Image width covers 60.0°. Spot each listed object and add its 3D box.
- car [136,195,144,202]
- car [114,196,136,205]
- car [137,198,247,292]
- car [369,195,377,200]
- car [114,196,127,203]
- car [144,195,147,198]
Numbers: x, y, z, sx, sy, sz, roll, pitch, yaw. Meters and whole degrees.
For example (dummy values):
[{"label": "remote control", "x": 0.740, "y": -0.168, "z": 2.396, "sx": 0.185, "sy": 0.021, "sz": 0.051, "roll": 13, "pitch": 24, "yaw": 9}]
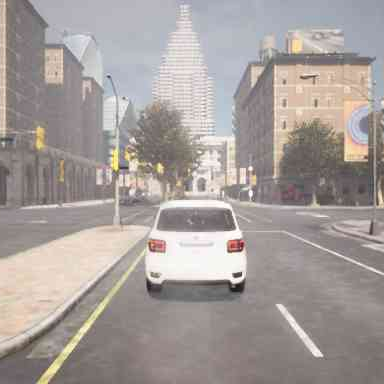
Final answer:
[{"label": "car", "x": -11.701, "y": 1.578, "z": 68.580, "sx": 1.895, "sy": 1.301, "sz": 4.718, "roll": 0, "pitch": 0, "yaw": 0}, {"label": "car", "x": -11.726, "y": 1.485, "z": 58.526, "sx": 1.837, "sy": 1.490, "sz": 4.892, "roll": 0, "pitch": 0, "yaw": 0}, {"label": "car", "x": 0.077, "y": 1.218, "z": 9.062, "sx": 2.150, "sy": 2.045, "sz": 5.566, "roll": 0, "pitch": 0, "yaw": 0}, {"label": "car", "x": 37.736, "y": 1.457, "z": 71.456, "sx": 2.231, "sy": 1.521, "sz": 4.892, "roll": 0, "pitch": 0, "yaw": 0}, {"label": "car", "x": -14.955, "y": 1.571, "z": 69.903, "sx": 1.895, "sy": 1.301, "sz": 4.718, "roll": 0, "pitch": 0, "yaw": 0}, {"label": "car", "x": -11.732, "y": 1.473, "z": 78.761, "sx": 1.837, "sy": 1.490, "sz": 4.892, "roll": 0, "pitch": 0, "yaw": 0}]
